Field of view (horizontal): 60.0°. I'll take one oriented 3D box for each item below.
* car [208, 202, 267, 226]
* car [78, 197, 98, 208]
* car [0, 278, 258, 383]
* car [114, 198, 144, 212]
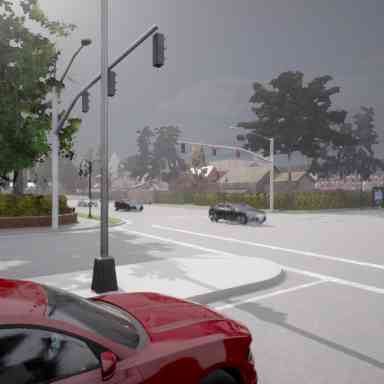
[{"bbox_3d":[3.120,1.492,23.705,2.128,1.511,4.902,0,0,-35],"label":"car"},{"bbox_3d":[-15.543,1.525,49.544,1.812,1.442,4.674,0,0,-36],"label":"car"},{"bbox_3d":[-1.653,1.478,2.590,5.008,1.535,1.882,0,0,-35],"label":"car"},{"bbox_3d":[-7.272,1.493,38.126,2.128,1.511,4.902,0,0,-36],"label":"car"}]
